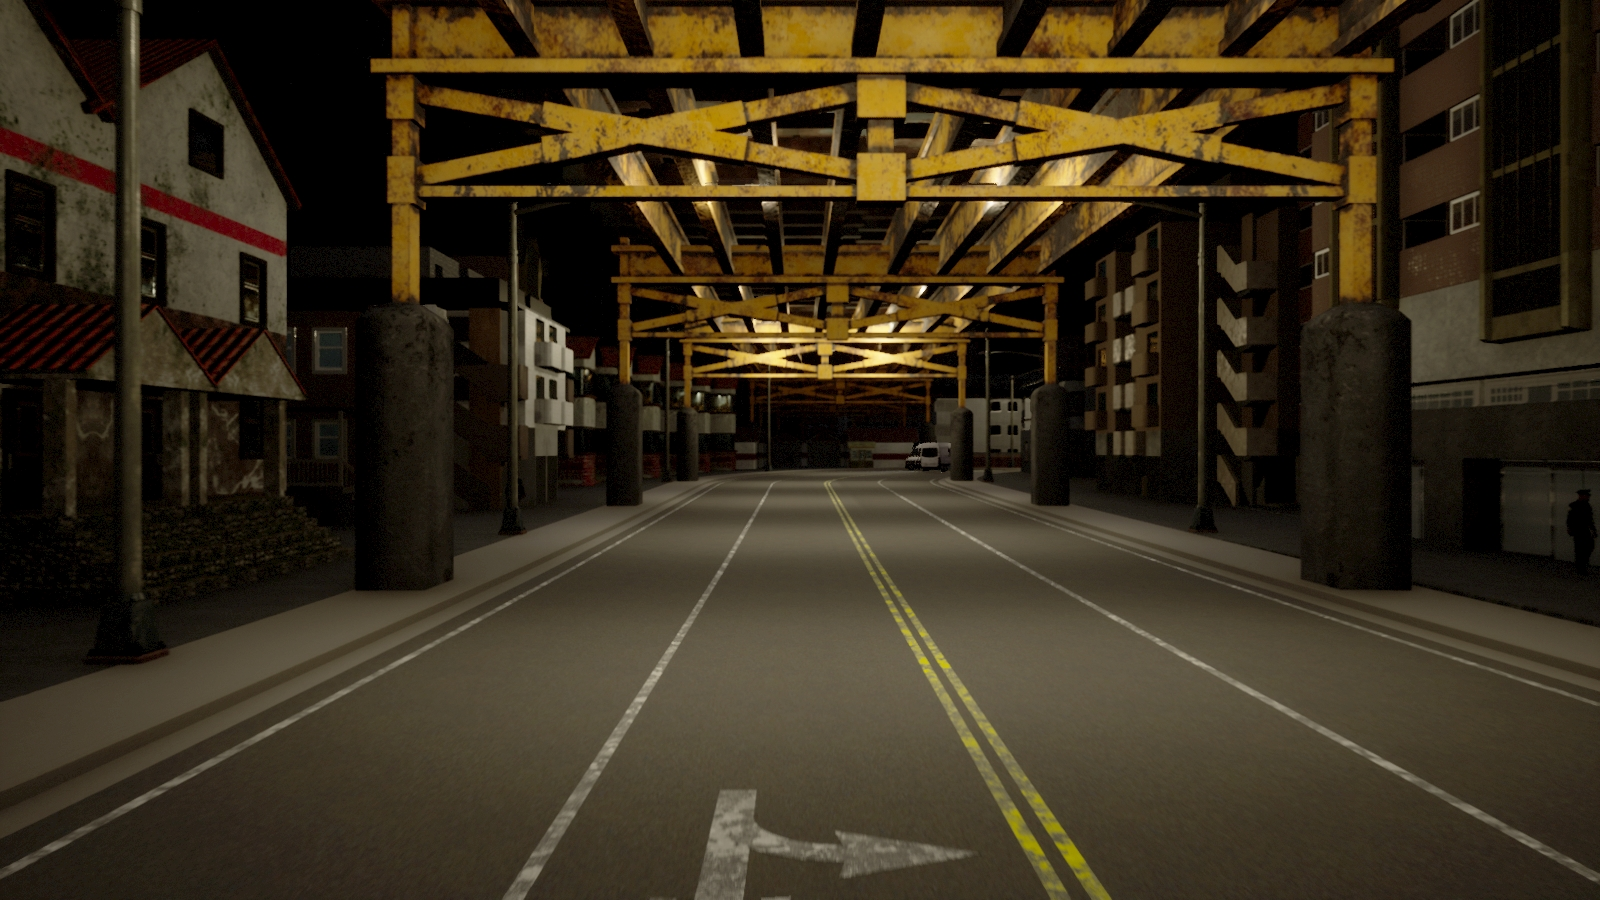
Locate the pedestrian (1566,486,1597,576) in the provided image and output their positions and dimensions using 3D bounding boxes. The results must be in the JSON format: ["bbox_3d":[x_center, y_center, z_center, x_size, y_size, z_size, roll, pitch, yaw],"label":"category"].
[{"bbox_3d":[16.462,1.697,24.075,0.375,1.860,0.375,0,0,-8],"label":"pedestrian"}]
